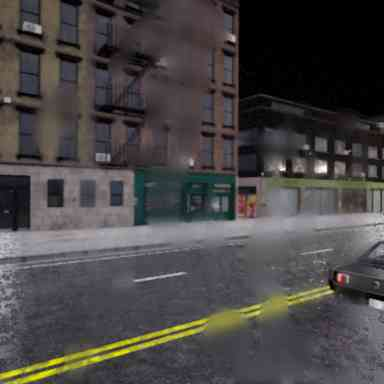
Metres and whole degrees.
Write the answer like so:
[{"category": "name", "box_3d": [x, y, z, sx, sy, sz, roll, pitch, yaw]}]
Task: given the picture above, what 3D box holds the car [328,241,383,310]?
[{"category": "car", "box_3d": [5.013, 1.666, 7.004, 4.718, 1.301, 1.895, 1, 0, -35]}]
